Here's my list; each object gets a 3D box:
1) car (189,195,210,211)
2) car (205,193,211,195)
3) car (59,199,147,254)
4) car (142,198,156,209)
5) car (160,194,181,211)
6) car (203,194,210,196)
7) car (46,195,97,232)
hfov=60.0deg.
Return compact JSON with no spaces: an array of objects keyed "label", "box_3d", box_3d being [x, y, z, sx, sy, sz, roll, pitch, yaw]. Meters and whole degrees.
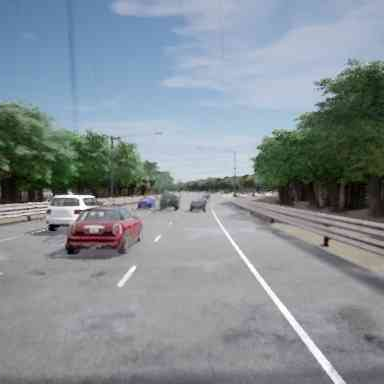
[{"label":"car","box_3d":[0.724,1.481,39.697,2.128,1.511,4.902,0,0,2]},{"label":"car","box_3d":[3.391,1.368,85.264,1.837,1.490,4.892,0,0,4]},{"label":"car","box_3d":[-3.335,1.344,13.527,2.097,1.767,4.553,0,0,1]},{"label":"car","box_3d":[-6.017,1.487,44.321,1.812,1.442,4.674,0,0,3]},{"label":"car","box_3d":[-2.661,1.199,41.420,2.150,2.045,5.566,0,0,2]},{"label":"car","box_3d":[1.902,1.547,63.463,1.895,1.301,4.718,0,0,4]},{"label":"car","box_3d":[-6.774,1.202,20.150,2.150,2.045,5.566,0,0,1]}]
